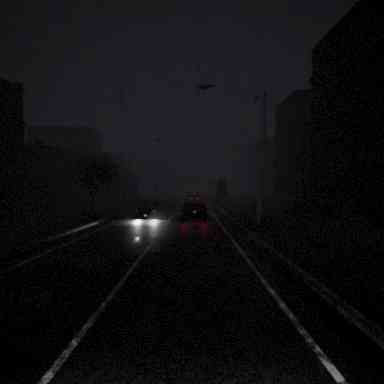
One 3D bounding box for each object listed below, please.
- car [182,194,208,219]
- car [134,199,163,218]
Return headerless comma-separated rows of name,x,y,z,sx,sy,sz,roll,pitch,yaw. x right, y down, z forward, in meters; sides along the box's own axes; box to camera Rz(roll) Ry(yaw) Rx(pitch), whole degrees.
car,0.201,1.229,26.066,1.882,1.535,5.008,0,1,0
car,-3.395,1.282,26.986,2.033,1.411,5.357,0,1,0
